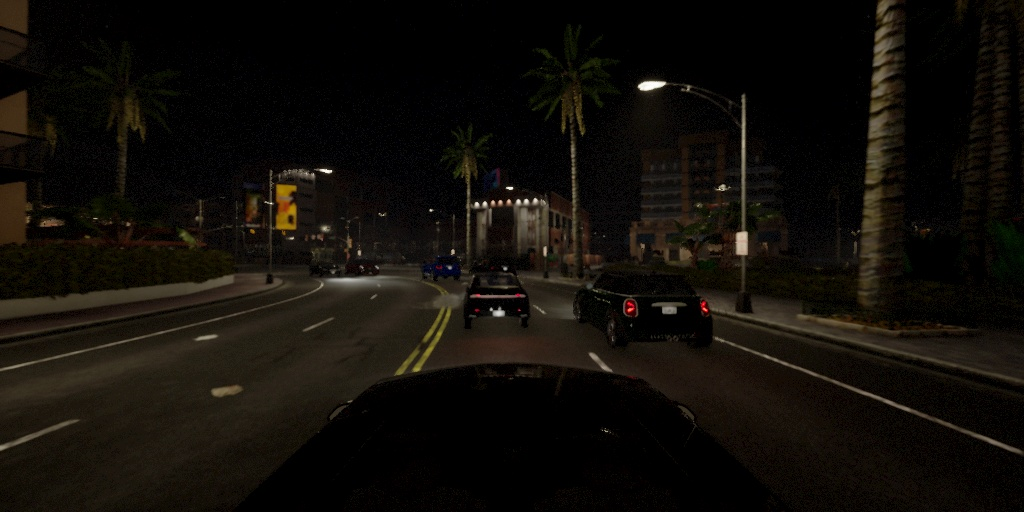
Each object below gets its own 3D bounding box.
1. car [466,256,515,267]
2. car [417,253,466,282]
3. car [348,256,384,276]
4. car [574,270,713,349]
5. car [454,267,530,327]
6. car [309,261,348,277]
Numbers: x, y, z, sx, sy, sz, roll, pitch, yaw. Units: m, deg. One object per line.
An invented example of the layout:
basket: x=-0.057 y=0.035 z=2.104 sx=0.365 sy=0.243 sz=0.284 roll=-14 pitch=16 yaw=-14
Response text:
car: x=-1.604 y=1.033 z=28.922 sx=2.150 sy=2.045 sz=5.566 roll=1 pitch=0 yaw=-24
car: x=-6.032 y=1.014 z=30.031 sx=2.150 sy=2.045 sz=5.566 roll=1 pitch=0 yaw=-28
car: x=-15.538 y=1.113 z=37.104 sx=2.097 sy=1.767 sz=4.553 roll=0 pitch=0 yaw=-44
car: x=3.096 y=1.137 z=9.455 sx=2.097 sy=1.767 sz=4.553 roll=0 pitch=0 yaw=-3
car: x=-0.610 y=1.264 z=11.611 sx=2.128 sy=1.511 sz=4.902 roll=0 pitch=0 yaw=-6
car: x=-18.213 y=1.246 z=34.861 sx=2.128 sy=1.511 sz=4.902 roll=0 pitch=0 yaw=-45
